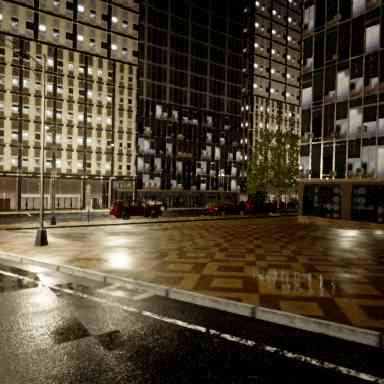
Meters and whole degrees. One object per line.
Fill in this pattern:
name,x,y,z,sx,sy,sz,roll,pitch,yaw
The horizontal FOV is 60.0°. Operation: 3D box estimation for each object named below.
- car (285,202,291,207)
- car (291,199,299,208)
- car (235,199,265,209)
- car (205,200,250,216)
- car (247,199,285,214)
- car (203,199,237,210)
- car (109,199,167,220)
car,13.570,1.932,54.127,4.206,1.307,1.802,1,1,-35
car,18.242,1.962,57.338,4.313,1.339,1.947,1,1,-35
car,8.899,1.870,50.914,4.313,1.339,1.947,1,1,-35
car,4.019,1.964,37.998,4.507,1.381,1.887,1,1,-35
car,8.696,1.780,41.205,5.009,1.841,2.192,1,1,-35
car,4.089,1.781,47.605,4.829,1.417,1.752,1,1,-35
car,-5.318,1.642,31.570,5.009,1.841,2.192,1,1,-35
